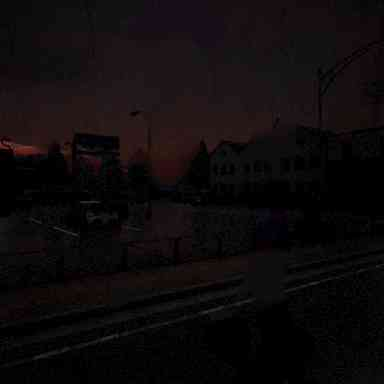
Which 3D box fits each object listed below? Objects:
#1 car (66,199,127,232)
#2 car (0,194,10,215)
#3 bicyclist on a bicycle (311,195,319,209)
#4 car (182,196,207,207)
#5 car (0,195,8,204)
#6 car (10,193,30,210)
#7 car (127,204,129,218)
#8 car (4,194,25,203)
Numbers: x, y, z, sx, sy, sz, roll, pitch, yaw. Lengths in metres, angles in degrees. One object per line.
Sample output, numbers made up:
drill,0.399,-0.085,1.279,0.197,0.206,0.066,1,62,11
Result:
car,-5.347,1.248,17.869,1.970,1.475,3.806,0,0,-36
car,-17.955,1.113,29.821,1.932,1.855,4.605,0,0,-36
bicyclist on a bicycle,13.626,1.124,36.816,1.656,1.620,0.582,0,0,-35
car,0.407,1.349,48.836,1.812,1.442,4.674,0,0,-36
car,-39.242,1.495,66.078,4.611,1.667,2.242,0,0,-36
car,-19.870,1.092,38.130,1.905,1.878,3.866,0,0,-36
car,-6.480,1.313,25.732,2.007,1.523,4.514,0,0,-36
car,-39.017,1.328,73.206,3.866,1.878,1.905,0,0,-36
